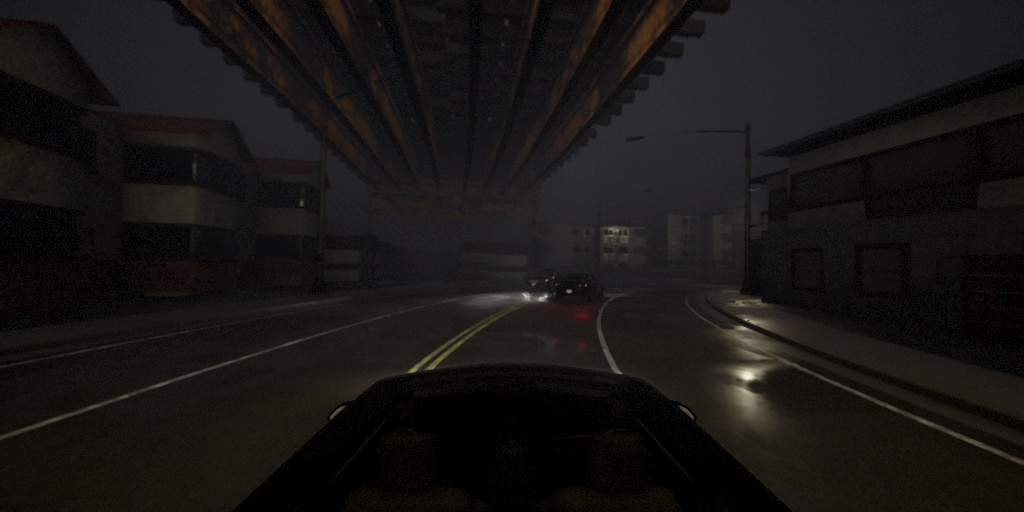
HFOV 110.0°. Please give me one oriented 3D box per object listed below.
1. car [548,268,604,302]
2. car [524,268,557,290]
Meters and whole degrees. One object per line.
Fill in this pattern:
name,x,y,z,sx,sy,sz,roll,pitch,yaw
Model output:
car,3.609,1.528,18.934,1.812,1.442,4.674,0,-1,24
car,2.583,1.586,24.870,2.128,1.511,4.902,0,-1,30
